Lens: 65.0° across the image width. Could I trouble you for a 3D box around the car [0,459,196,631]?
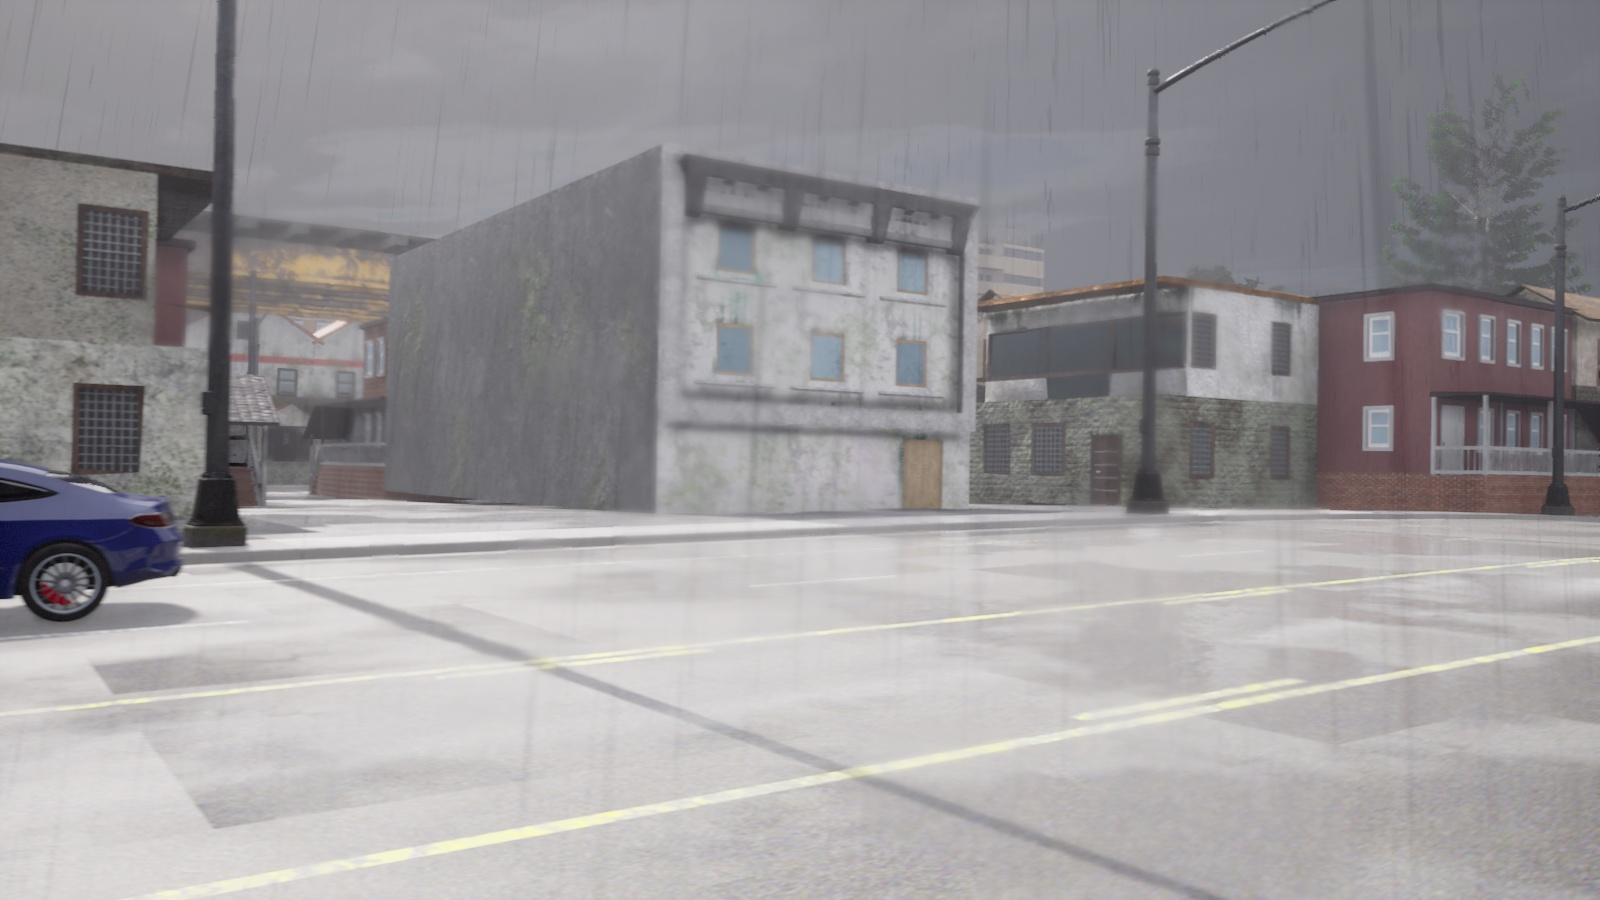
[{"bbox_3d":[-7.969,0.814,10.905,4.674,1.442,1.812,0,0,-35],"label":"car"}]
